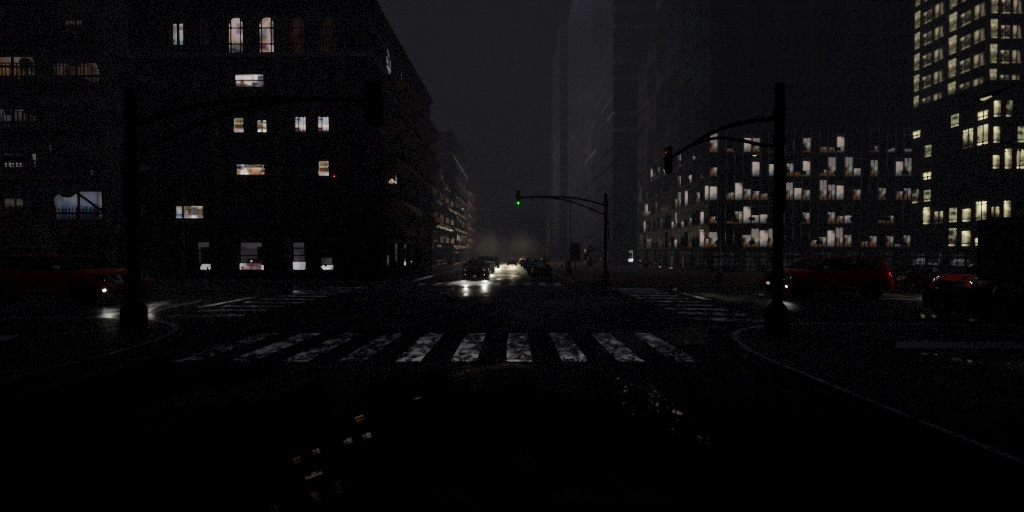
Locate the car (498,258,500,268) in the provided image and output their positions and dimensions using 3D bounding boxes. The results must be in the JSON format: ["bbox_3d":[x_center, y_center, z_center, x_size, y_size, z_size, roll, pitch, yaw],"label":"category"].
[{"bbox_3d":[-3.125,0.927,56.907,2.150,2.045,5.566,0,0,0],"label":"car"}]

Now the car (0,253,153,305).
[{"bbox_3d":[-18.852,0.914,15.317,5.566,2.045,2.150,0,1,1],"label":"car"}]

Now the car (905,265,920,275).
[{"bbox_3d":[23.357,1.234,20.711,4.097,1.591,1.967,0,0,1],"label":"car"}]

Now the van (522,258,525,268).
[{"bbox_3d":[2.616,1.055,49.391,1.690,1.789,3.998,0,0,0],"label":"van"}]

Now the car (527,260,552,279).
[{"bbox_3d":[2.631,1.278,32.453,1.888,1.381,4.507,0,0,0],"label":"car"}]

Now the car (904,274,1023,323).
[{"bbox_3d":[16.706,1.448,12.158,4.403,1.370,2.007,0,0,1],"label":"car"}]

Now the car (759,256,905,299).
[{"bbox_3d":[15.700,1.023,18.076,5.566,2.045,2.150,0,1,1],"label":"car"}]

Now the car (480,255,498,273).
[{"bbox_3d":[-3.134,0.944,42.342,2.150,2.045,5.566,0,0,0],"label":"car"}]

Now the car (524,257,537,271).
[{"bbox_3d":[2.626,1.167,38.099,1.967,1.591,4.097,0,0,0],"label":"car"}]

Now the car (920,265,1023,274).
[{"bbox_3d":[24.092,1.192,17.968,4.553,1.767,2.097,0,1,1],"label":"car"}]

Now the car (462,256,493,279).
[{"bbox_3d":[-3.098,1.086,31.745,2.097,1.767,4.553,0,0,-1],"label":"car"}]

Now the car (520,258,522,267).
[{"bbox_3d":[2.611,1.251,55.037,1.888,1.381,4.507,0,0,0],"label":"car"}]
